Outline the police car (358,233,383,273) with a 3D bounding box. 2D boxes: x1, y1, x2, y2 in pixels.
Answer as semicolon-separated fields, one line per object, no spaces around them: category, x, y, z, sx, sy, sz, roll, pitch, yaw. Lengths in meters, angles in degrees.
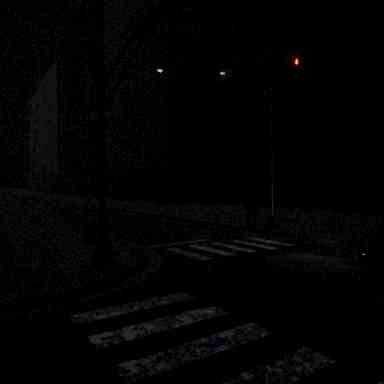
police car;6.865;1.477;8.326;2.038;1.542;4.974;-1;1;-35
